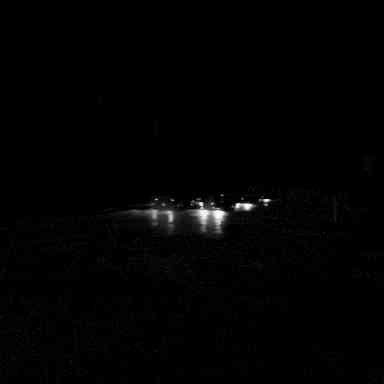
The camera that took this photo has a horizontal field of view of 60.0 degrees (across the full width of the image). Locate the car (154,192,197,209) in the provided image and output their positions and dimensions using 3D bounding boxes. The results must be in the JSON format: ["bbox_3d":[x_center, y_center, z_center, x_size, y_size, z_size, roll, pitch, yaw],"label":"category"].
[{"bbox_3d":[-1.327,0.643,28.030,1.895,1.301,4.718,2,2,24],"label":"car"}]

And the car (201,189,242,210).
[{"bbox_3d":[2.381,0.696,27.760,1.994,1.385,4.181,2,2,23],"label":"car"}]

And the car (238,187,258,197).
[{"bbox_3d":[8.546,-0.035,50.879,1.994,1.385,4.181,2,3,24],"label":"car"}]

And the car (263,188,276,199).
[{"bbox_3d":[10.350,0.178,46.260,2.033,1.411,5.357,2,3,24],"label":"car"}]

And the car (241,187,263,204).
[{"bbox_3d":[6.058,0.492,36.338,1.994,1.385,4.181,2,2,24],"label":"car"}]

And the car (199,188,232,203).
[{"bbox_3d":[2.751,0.364,37.517,2.033,1.411,5.357,2,2,23],"label":"car"}]
